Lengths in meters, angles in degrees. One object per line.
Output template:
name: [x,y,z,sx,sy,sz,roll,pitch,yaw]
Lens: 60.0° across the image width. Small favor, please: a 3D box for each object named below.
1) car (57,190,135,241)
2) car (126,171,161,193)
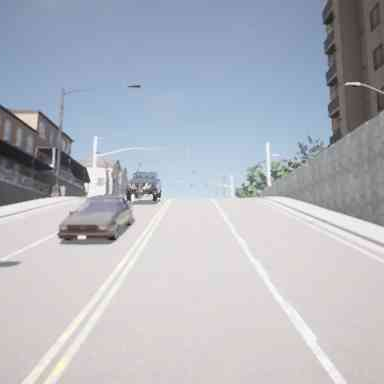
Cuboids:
car: [-3.596,0.903,13.499,2.033,1.411,5.357,0,4,0]
car: [-3.508,-0.595,25.051,2.150,2.045,5.566,0,3,0]
